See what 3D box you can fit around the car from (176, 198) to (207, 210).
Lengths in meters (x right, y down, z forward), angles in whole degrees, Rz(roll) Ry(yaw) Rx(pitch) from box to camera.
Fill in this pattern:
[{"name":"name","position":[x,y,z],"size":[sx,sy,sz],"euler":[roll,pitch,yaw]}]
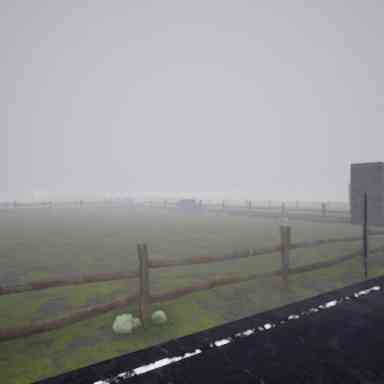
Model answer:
[{"name":"car","position":[-0.098,1.561,42.027],"size":[1.882,1.535,5.008],"euler":[-1,0,-35]}]

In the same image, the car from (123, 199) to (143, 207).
[{"name":"car","position":[-10.037,1.759,56.124],"size":[1.895,1.301,4.718],"euler":[-1,0,-36]}]
